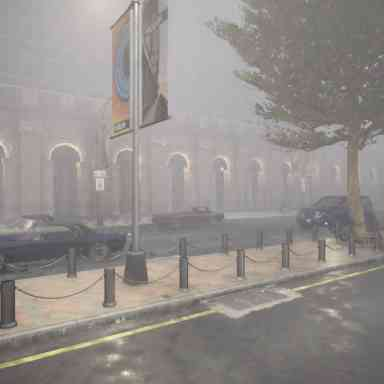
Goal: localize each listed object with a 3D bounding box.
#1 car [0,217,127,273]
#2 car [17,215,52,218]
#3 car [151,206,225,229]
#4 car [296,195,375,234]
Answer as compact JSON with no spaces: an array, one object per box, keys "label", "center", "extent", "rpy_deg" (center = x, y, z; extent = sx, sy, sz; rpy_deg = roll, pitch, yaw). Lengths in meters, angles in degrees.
[{"label":"car","center":[-4.594,1.601,10.530],"extent":[4.718,1.301,1.895],"rpy_deg":[0,0,-35]},{"label":"car","center":[-6.721,1.601,13.312],"extent":[4.718,1.301,1.895],"rpy_deg":[0,0,-35]},{"label":"car","center":[-0.236,1.595,21.669],"extent":[4.718,1.301,1.895],"rpy_deg":[0,0,-35]},{"label":"car","center":[8.635,1.222,19.736],"extent":[5.566,2.045,2.150],"rpy_deg":[0,0,-35]}]
